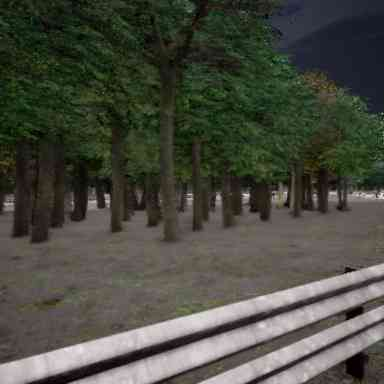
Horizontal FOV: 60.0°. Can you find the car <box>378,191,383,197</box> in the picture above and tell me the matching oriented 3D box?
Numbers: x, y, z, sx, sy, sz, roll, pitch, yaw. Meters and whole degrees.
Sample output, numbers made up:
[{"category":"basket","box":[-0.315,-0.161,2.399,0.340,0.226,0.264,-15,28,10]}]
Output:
[{"category":"car","box":[40.862,0.565,70.357,2.097,1.767,4.553,0,1,16]}]
